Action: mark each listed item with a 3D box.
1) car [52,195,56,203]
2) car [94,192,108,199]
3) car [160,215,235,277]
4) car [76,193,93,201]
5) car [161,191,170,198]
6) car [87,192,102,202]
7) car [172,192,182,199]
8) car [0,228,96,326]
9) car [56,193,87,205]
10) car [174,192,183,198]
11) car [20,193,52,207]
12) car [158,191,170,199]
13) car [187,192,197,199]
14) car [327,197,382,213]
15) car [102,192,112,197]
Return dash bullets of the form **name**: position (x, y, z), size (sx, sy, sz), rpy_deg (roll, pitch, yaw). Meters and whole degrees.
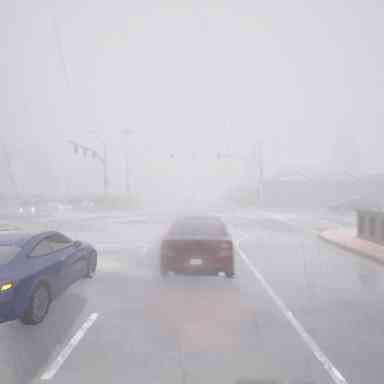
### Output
- **car**: position (-21.080, 1.075, 53.356), size (1.812, 1.442, 4.674), rpy_deg (0, 1, 0)
- **car**: position (-20.995, 0.806, 76.661), size (1.882, 1.535, 5.008), rpy_deg (0, 1, 0)
- **car**: position (0.224, 1.415, 10.096), size (1.882, 1.535, 5.008), rpy_deg (0, 1, 3)
- **car**: position (-21.003, 0.950, 65.095), size (1.837, 1.490, 4.892), rpy_deg (0, 0, 0)
- **car**: position (-6.994, 0.584, 88.888), size (2.097, 1.767, 4.553), rpy_deg (0, 1, 1)
- **car**: position (-17.557, 1.035, 57.790), size (1.812, 1.442, 4.674), rpy_deg (0, 1, 0)
- **car**: position (-3.493, 0.884, 77.514), size (1.994, 1.385, 4.181), rpy_deg (0, 1, 0)
- **car**: position (-3.425, 1.486, 6.857), size (1.812, 1.442, 4.674), rpy_deg (0, 1, 0)
- **car**: position (-17.612, 1.082, 48.771), size (2.128, 1.511, 4.902), rpy_deg (0, 1, -1)
- **car**: position (-3.494, 0.783, 87.302), size (2.033, 1.411, 5.357), rpy_deg (0, 1, 0)
- **car**: position (-21.093, 0.981, 44.545), size (2.097, 1.767, 4.553), rpy_deg (0, 1, 0)
- **car**: position (-6.994, 0.864, 78.375), size (2.033, 1.411, 5.357), rpy_deg (0, 1, 0)
- **car**: position (0.008, 0.833, 77.299), size (1.837, 1.490, 4.892), rpy_deg (0, 1, 0)
- **car**: position (15.510, 1.245, 31.935), size (4.892, 1.490, 1.837), rpy_deg (0, 1, 2)
- **car**: position (-17.495, 0.974, 67.577), size (1.994, 1.385, 4.181), rpy_deg (0, 1, 0)
